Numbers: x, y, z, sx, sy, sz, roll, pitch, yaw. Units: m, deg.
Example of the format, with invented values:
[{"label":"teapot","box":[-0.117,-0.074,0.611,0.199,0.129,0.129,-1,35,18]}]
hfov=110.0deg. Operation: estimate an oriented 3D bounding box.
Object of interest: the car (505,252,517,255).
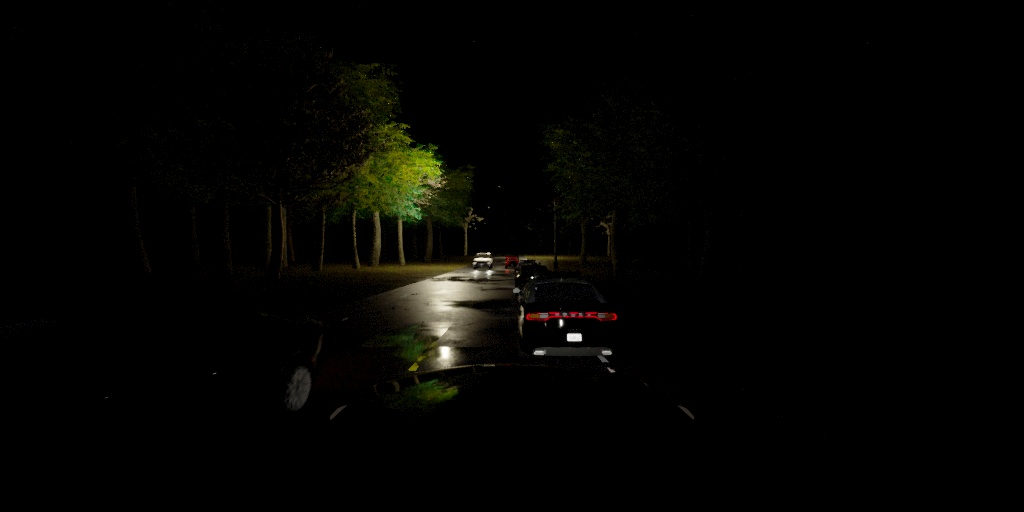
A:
[{"label":"car","box":[0.036,0.290,60.139,2.150,2.045,5.566,0,2,0]}]

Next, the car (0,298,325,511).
[{"label":"car","box":[-3.598,1.227,3.038,1.882,1.535,5.008,0,0,0]}]

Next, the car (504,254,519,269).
[{"label":"car","box":[0.060,0.899,47.254,1.812,1.442,4.674,0,1,1]}]

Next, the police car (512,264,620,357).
[{"label":"police car","box":[1.056,1.166,8.645,1.930,1.638,5.238,0,0,0]}]

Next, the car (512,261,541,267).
[{"label":"car","box":[1.062,1.199,18.534,1.837,1.490,4.892,0,0,0]}]

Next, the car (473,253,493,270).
[{"label":"car","box":[-3.574,0.637,44.882,2.150,2.045,5.566,0,1,0]}]

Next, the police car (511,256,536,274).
[{"label":"police car","box":[1.065,1.068,24.645,1.930,1.638,5.238,0,0,0]}]
